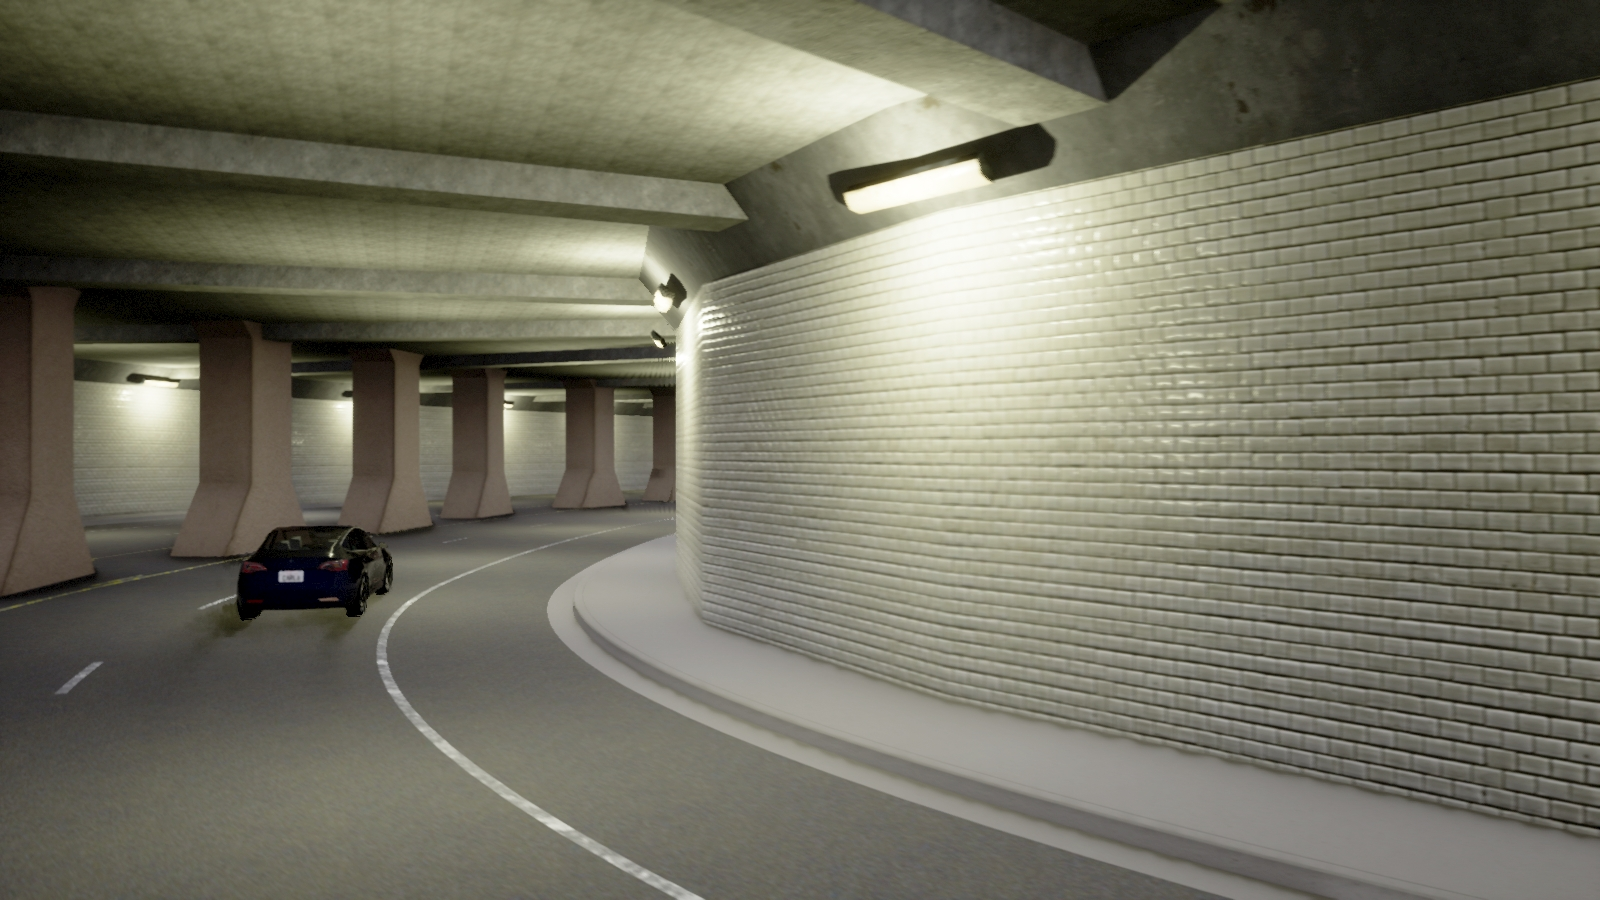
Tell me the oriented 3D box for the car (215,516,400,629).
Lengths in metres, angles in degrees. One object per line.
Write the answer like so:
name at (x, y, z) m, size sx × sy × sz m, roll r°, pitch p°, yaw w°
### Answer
car at (-8.648, 2.071, 20.551) m, size 2.163 × 1.488 × 4.792 m, roll 0°, pitch 0°, yaw -12°
